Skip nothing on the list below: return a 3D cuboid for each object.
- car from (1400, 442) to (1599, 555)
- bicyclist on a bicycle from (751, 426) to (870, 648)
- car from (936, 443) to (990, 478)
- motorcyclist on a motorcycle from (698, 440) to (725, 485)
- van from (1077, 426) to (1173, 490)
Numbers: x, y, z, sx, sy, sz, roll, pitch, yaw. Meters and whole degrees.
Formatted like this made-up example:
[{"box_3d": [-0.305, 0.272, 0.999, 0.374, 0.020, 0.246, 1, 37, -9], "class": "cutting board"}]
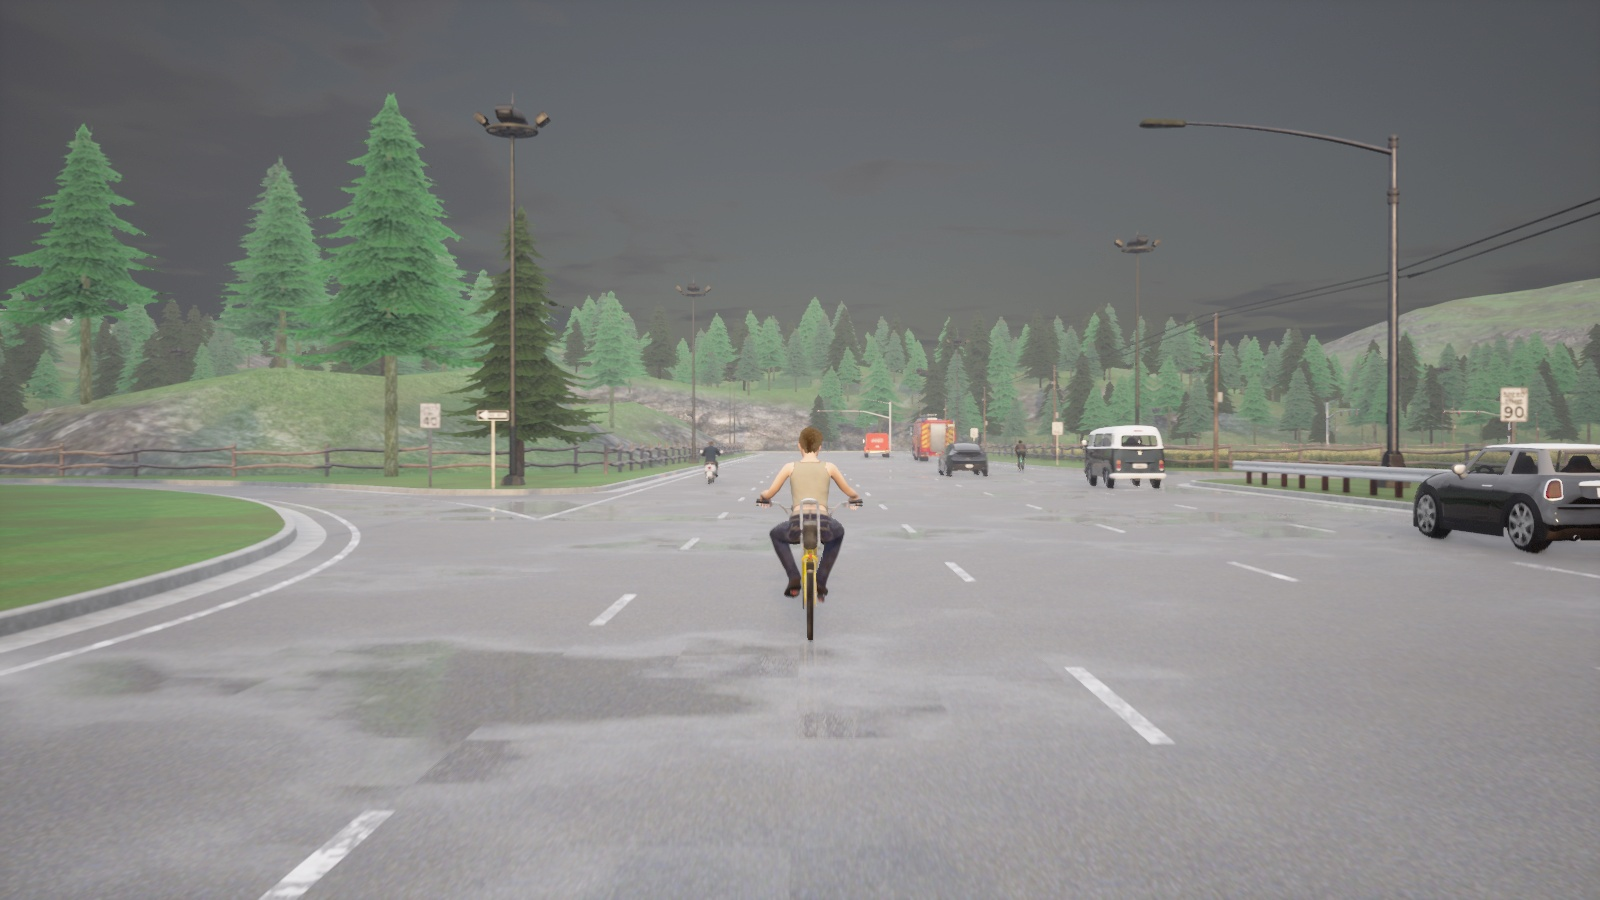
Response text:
[{"box_3d": [10.619, 0.617, 18.276, 1.970, 1.475, 3.806, 0, 0, 0], "class": "car"}, {"box_3d": [0.076, 0.627, 9.866, 0.866, 1.612, 1.509, 0, 0, 0], "class": "bicyclist on a bicycle"}, {"box_3d": [7.336, 0.437, 56.891, 1.837, 1.490, 4.892, 0, 0, 0], "class": "car"}, {"box_3d": [-3.226, 0.439, 45.859, 0.866, 1.590, 1.817, 0, 0, 0], "class": "motorcyclist on a motorcycle"}, {"box_3d": [10.752, 0.243, 41.900, 2.069, 2.038, 4.480, 0, 0, 0], "class": "van"}]
